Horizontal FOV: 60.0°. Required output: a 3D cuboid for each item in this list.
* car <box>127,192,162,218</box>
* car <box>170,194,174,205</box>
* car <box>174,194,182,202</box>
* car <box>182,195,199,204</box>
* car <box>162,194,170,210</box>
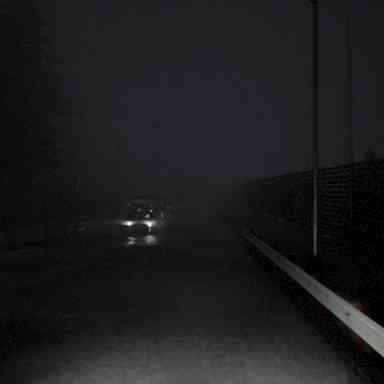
[{"bbox_3d":[-4.103,1.026,28.581,2.150,2.045,5.566,0,0,0],"label":"car"},{"bbox_3d":[-4.040,1.194,48.627,1.812,1.442,4.674,0,0,0],"label":"car"},{"bbox_3d":[-3.720,1.086,61.681,4.892,1.490,1.837,0,1,40],"label":"car"},{"bbox_3d":[-0.117,1.170,52.307,1.812,1.442,4.674,0,0,-5],"label":"car"},{"bbox_3d":[-4.092,1.090,38.433,2.097,1.767,4.553,0,0,0],"label":"car"}]
